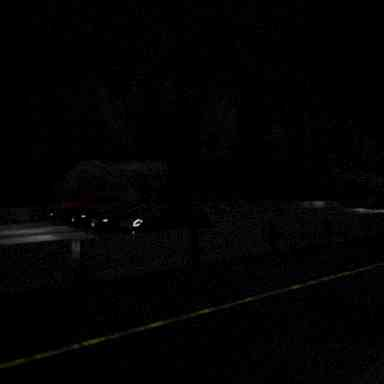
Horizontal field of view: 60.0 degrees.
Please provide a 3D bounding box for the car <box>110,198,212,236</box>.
[{"bbox_3d":[-1.266,1.307,15.982,4.553,1.767,2.097,0,0,-35],"label":"car"}]

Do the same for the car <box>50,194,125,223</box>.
[{"bbox_3d":[-7.412,1.176,24.496,5.566,2.045,2.150,0,0,-35],"label":"car"}]

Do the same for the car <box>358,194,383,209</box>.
[{"bbox_3d":[26.700,1.359,48.761,5.566,2.045,2.150,1,0,-35],"label":"car"}]

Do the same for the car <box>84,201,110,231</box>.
[{"bbox_3d":[-3.199,1.446,18.902,4.902,1.511,2.128,0,0,-35],"label":"car"}]

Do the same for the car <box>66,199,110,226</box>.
[{"bbox_3d":[-5.264,1.446,21.728,4.902,1.511,2.128,0,0,-35],"label":"car"}]
